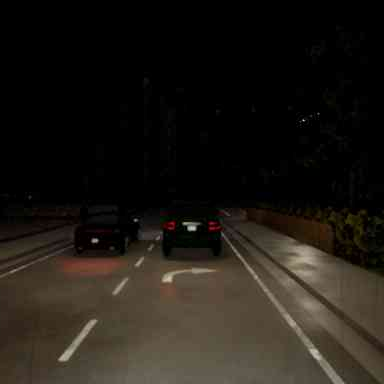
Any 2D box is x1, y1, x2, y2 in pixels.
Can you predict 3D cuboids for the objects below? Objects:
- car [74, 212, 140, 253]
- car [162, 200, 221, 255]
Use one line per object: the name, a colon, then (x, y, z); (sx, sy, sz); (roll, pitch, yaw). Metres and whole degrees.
car: (-3.499, 1.614, 14.478); (1.882, 1.535, 5.008); (0, 0, 0)
car: (-0.002, 1.349, 14.012); (2.150, 2.045, 5.566); (0, 0, 0)
